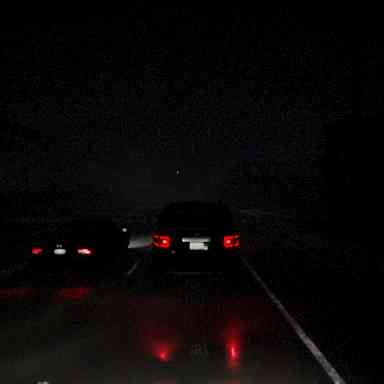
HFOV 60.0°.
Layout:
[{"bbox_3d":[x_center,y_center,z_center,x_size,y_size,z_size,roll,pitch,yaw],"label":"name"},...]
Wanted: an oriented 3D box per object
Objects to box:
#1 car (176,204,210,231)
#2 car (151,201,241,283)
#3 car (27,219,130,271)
[{"bbox_3d":[0.091,1.642,22.572,2.033,1.411,5.357,0,0,0],"label":"car"},{"bbox_3d":[0.094,1.266,9.945,2.150,2.045,5.566,0,0,0],"label":"car"},{"bbox_3d":[-3.410,1.595,11.080,2.033,1.411,5.357,0,0,0],"label":"car"}]
